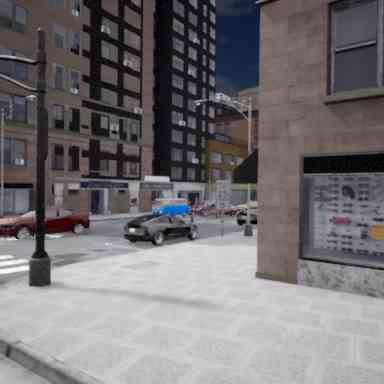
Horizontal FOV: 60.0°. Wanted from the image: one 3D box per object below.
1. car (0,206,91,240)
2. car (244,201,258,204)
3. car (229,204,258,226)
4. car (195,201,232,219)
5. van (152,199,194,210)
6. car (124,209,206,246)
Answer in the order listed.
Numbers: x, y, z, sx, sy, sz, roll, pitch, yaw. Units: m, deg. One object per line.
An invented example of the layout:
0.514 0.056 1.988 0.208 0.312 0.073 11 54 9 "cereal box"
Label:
-7.859 1.563 17.813 1.882 1.535 5.008 1 1 36 "car"
7.580 1.816 43.660 1.752 1.417 4.829 0 0 36 "car"
4.970 1.846 25.433 1.947 1.339 4.313 0 0 36 "car"
2.615 1.751 32.345 1.812 1.442 4.674 1 0 36 "car"
-1.948 1.495 30.412 1.690 1.788 3.998 1 0 36 "van"
-1.450 1.760 16.509 1.947 1.339 4.313 0 0 36 "car"
